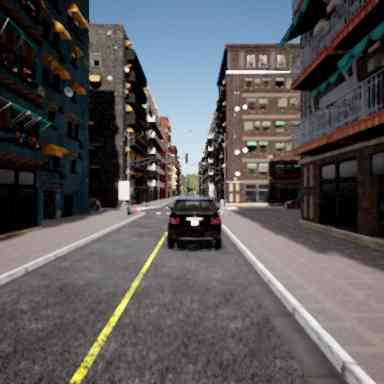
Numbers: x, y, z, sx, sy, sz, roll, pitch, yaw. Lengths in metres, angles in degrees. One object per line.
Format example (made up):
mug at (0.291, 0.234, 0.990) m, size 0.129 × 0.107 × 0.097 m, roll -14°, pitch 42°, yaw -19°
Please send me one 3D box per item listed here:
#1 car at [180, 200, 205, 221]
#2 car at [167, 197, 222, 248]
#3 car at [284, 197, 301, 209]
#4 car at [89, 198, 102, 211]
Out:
car at (0.019, 1.472, 27.484) m, size 1.837 × 1.490 × 4.892 m, roll 0°, pitch 0°, yaw 0°
car at (0.107, 1.205, 14.829) m, size 2.150 × 2.045 × 5.566 m, roll 0°, pitch 0°, yaw 0°
car at (13.596, 1.264, 41.450) m, size 4.097 × 1.590 × 1.967 m, roll -1°, pitch 0°, yaw 0°
car at (-13.509, 1.523, 41.558) m, size 4.097 × 1.590 × 1.967 m, roll -1°, pitch 0°, yaw 0°
